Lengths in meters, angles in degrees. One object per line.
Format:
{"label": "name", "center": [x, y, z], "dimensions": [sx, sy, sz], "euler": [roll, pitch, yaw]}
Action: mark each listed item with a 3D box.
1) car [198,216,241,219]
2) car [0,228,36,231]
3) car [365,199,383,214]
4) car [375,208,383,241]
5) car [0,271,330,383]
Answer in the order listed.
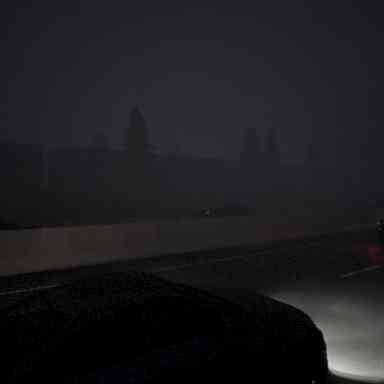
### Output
{"label": "car", "center": [2.554, 1.479, 27.300], "dimensions": [5.008, 1.535, 1.882], "euler": [0, 0, -35]}
{"label": "car", "center": [-7.902, 1.547, 11.256], "dimensions": [5.357, 1.411, 2.033], "euler": [0, 0, -35]}
{"label": "car", "center": [21.311, 1.551, 36.366], "dimensions": [5.357, 1.411, 2.033], "euler": [0, 0, -35]}
{"label": "car", "center": [10.355, 1.527, 15.421], "dimensions": [4.674, 1.442, 1.812], "euler": [0, 0, -35]}
{"label": "car", "center": [-0.494, 1.563, 3.396], "dimensions": [4.181, 1.385, 1.994], "euler": [0, 0, -35]}
